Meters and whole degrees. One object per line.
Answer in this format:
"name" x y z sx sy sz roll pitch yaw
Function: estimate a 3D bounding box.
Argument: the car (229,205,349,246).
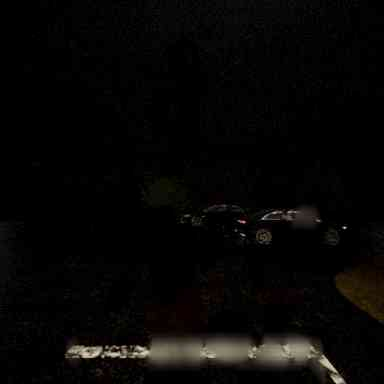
"car" 4.363 1.506 14.764 4.902 1.511 2.128 0 0 -1

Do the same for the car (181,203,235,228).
"car" 1.756 1.504 21.711 4.902 1.511 2.128 0 0 -1
